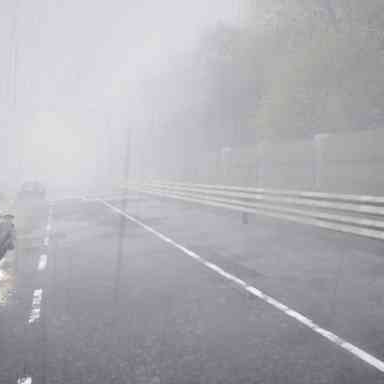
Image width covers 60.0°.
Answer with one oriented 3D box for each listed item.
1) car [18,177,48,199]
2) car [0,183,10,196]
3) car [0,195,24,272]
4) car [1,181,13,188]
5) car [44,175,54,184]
[{"bbox_3d":[-15.290,-0.258,31.839,2.097,1.767,4.553,-5,5,-22],"label":"car"},{"bbox_3d":[-18.499,0.215,30.504,2.033,1.411,5.357,-5,5,-22],"label":"car"},{"bbox_3d":[-5.691,1.136,8.338,2.128,1.511,4.902,-5,5,-22],"label":"car"},{"bbox_3d":[-36.680,-1.531,65.820,1.882,1.535,5.008,-5,5,-22],"label":"car"},{"bbox_3d":[-35.529,-2.733,81.483,1.812,1.442,4.674,-5,5,-22],"label":"car"}]
